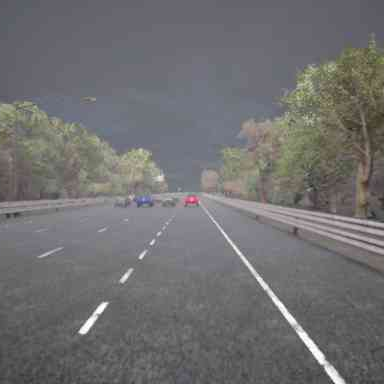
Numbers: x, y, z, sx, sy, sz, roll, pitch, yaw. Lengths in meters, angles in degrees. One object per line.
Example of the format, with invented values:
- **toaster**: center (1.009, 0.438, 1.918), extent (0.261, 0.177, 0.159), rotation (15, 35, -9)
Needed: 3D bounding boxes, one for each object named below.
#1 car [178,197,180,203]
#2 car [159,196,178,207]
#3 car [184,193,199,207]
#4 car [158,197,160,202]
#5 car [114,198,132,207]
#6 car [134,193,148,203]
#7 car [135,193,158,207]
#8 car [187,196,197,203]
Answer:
- **car**: center (-3.554, 1.537, 70.218), extent (1.837, 1.490, 4.892), rotation (0, 0, 0)
- **car**: center (-3.543, 1.550, 51.457), extent (1.812, 1.442, 4.674), rotation (0, 0, 0)
- **car**: center (-0.043, 1.241, 51.066), extent (2.150, 2.045, 5.566), rotation (0, 0, 0)
- **car**: center (-7.052, 1.631, 70.026), extent (1.895, 1.301, 4.718), rotation (0, 0, 0)
- **car**: center (-10.542, 1.570, 51.027), extent (2.033, 1.411, 5.357), rotation (0, 0, 0)
- **car**: center (-10.554, 1.259, 69.657), extent (2.150, 2.045, 5.566), rotation (0, 0, 0)
- **car**: center (-7.042, 1.240, 51.061), extent (2.150, 2.045, 5.566), rotation (0, 0, 0)
- **car**: center (-0.053, 1.590, 70.294), extent (1.994, 1.385, 4.181), rotation (0, 0, 0)
